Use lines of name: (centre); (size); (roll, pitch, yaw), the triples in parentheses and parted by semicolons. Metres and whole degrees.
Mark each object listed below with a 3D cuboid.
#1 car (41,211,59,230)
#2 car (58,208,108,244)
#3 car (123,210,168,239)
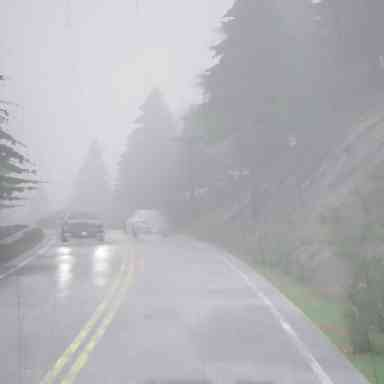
car: (-14.521, 3.178, 35.404); (5.566, 2.045, 2.150); (-9, -10, 41)
car: (-5.372, 1.599, 16.412); (1.837, 1.490, 4.892); (2, -3, -20)
car: (-2.646, 1.766, 18.741); (1.812, 1.442, 4.674); (2, -3, -20)
